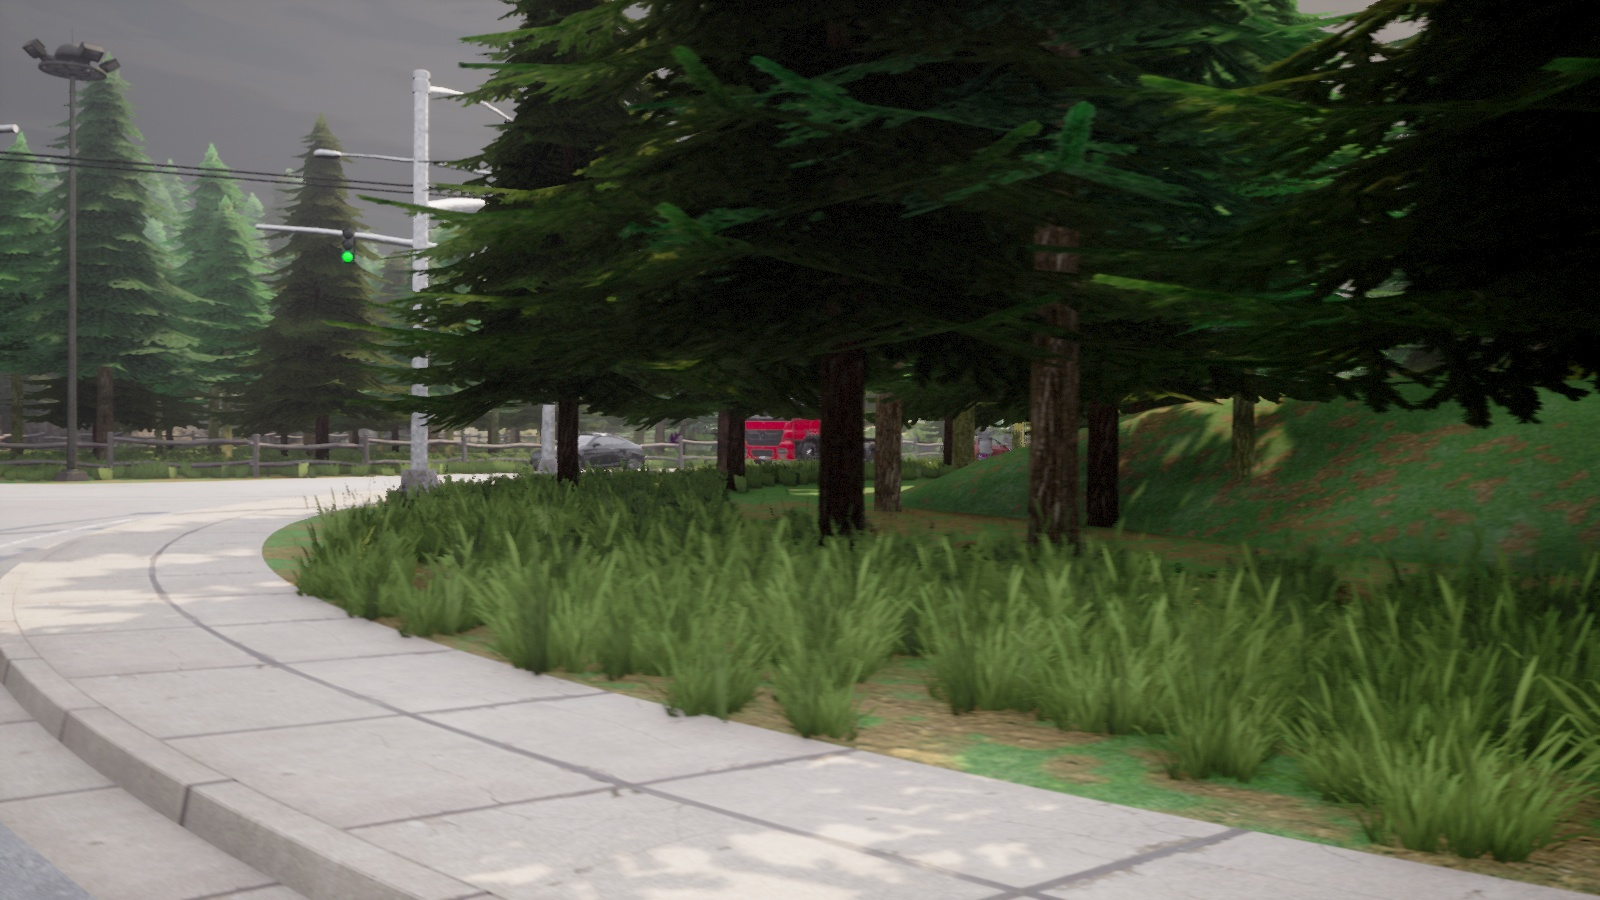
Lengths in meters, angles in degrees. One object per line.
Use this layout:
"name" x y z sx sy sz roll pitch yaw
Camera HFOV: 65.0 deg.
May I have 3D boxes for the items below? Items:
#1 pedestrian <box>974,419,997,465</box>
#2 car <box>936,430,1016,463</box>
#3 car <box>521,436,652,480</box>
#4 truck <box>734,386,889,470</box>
"pedestrian" 7.871 -0.354 53.349 0.659 1.952 0.873 0 1 31
"car" 8.668 -0.180 61.416 2.007 1.525 4.514 0 1 35
"car" -7.546 0.250 44.750 1.812 1.442 4.674 0 1 36
"truck" 0.660 -0.973 56.210 2.891 3.462 7.936 0 1 36
